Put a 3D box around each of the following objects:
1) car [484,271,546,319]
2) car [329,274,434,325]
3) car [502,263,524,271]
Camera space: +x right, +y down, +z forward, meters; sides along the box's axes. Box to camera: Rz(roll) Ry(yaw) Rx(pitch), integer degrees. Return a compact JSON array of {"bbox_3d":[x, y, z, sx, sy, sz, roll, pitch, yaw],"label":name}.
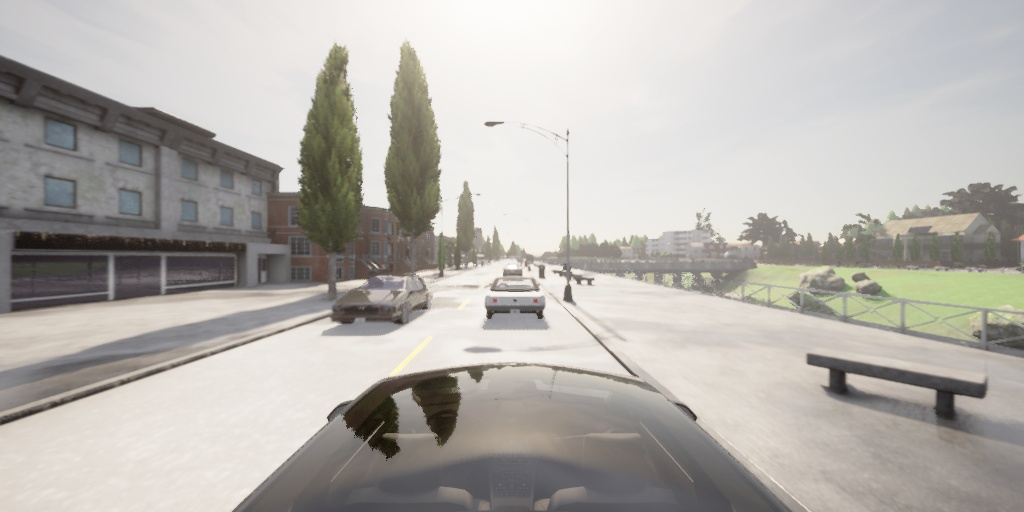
[{"bbox_3d":[0.095,1.382,13.036,1.895,1.301,4.718,0,0,0],"label":"car"},{"bbox_3d":[-4.026,1.327,12.181,2.033,1.411,5.357,0,0,0],"label":"car"},{"bbox_3d":[0.082,1.385,32.785,2.033,1.411,5.357,0,0,0],"label":"car"}]
